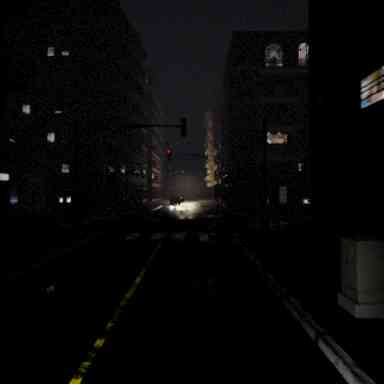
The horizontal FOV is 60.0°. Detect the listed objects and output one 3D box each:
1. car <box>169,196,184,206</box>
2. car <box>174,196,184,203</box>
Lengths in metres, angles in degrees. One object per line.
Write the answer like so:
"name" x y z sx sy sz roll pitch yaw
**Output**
"car" -2.814 1.509 56.736 2.128 1.511 4.902 0 0 1
"car" -2.768 1.591 72.603 1.994 1.385 4.181 0 0 0
